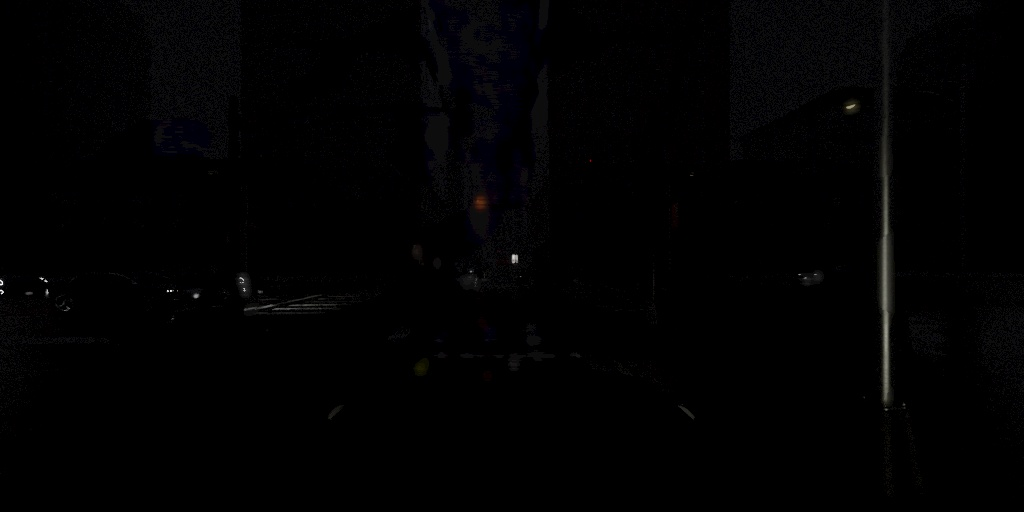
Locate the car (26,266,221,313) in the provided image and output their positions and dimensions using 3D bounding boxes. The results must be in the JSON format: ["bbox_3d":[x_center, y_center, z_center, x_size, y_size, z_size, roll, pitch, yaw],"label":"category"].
[{"bbox_3d":[-14.652,1.290,13.805,4.902,1.511,2.128,0,0,-2],"label":"car"}]

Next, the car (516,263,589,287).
[{"bbox_3d":[2.711,1.243,24.310,4.892,1.490,1.837,0,0,-2],"label":"car"}]

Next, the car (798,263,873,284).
[{"bbox_3d":[23.136,1.199,24.955,5.357,1.411,2.033,0,0,-2],"label":"car"}]

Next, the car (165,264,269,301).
[{"bbox_3d":[-14.250,1.148,17.073,4.553,1.767,2.097,0,0,-2],"label":"car"}]

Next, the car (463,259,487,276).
[{"bbox_3d":[-4.005,1.260,37.534,2.128,1.511,4.902,0,0,-2],"label":"car"}]

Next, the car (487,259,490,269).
[{"bbox_3d":[-4.293,1.285,47.913,1.837,1.490,4.892,0,0,-2],"label":"car"}]

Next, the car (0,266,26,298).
[{"bbox_3d":[-24.843,1.192,16.741,4.553,1.767,2.097,-1,0,-2],"label":"car"}]

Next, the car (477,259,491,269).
[{"bbox_3d":[-4.607,1.284,59.378,2.128,1.511,4.902,0,0,-1],"label":"car"}]
